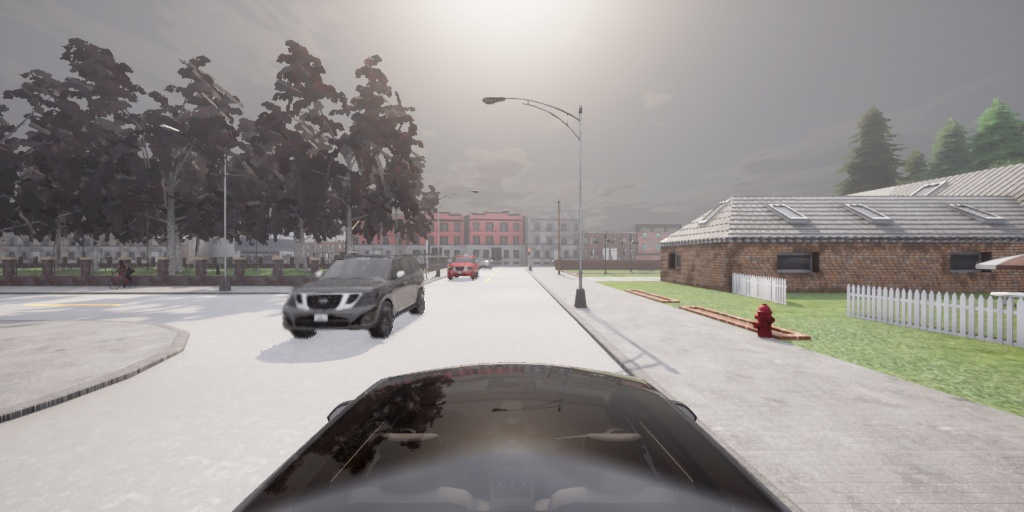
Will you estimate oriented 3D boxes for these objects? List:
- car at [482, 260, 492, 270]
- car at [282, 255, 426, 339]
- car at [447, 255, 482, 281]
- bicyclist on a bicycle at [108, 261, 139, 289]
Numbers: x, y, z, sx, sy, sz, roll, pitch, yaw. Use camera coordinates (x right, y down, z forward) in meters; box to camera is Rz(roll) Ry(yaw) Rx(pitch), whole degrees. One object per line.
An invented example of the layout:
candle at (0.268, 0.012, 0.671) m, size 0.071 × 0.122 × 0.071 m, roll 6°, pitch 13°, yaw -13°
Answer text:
car at (-4.011, 1.314, 52.624) m, size 1.994 × 1.385 × 4.181 m, roll 0°, pitch 0°, yaw 0°
car at (-4.101, 0.971, 10.460) m, size 2.150 × 2.045 × 5.566 m, roll 0°, pitch 0°, yaw 0°
car at (-4.100, 0.971, 30.880) m, size 2.150 × 2.045 × 5.566 m, roll 0°, pitch 0°, yaw 0°
bicyclist on a bicycle at (-22.639, 1.099, 20.917) m, size 0.582 × 1.620 × 1.656 m, roll 0°, pitch 0°, yaw 0°
